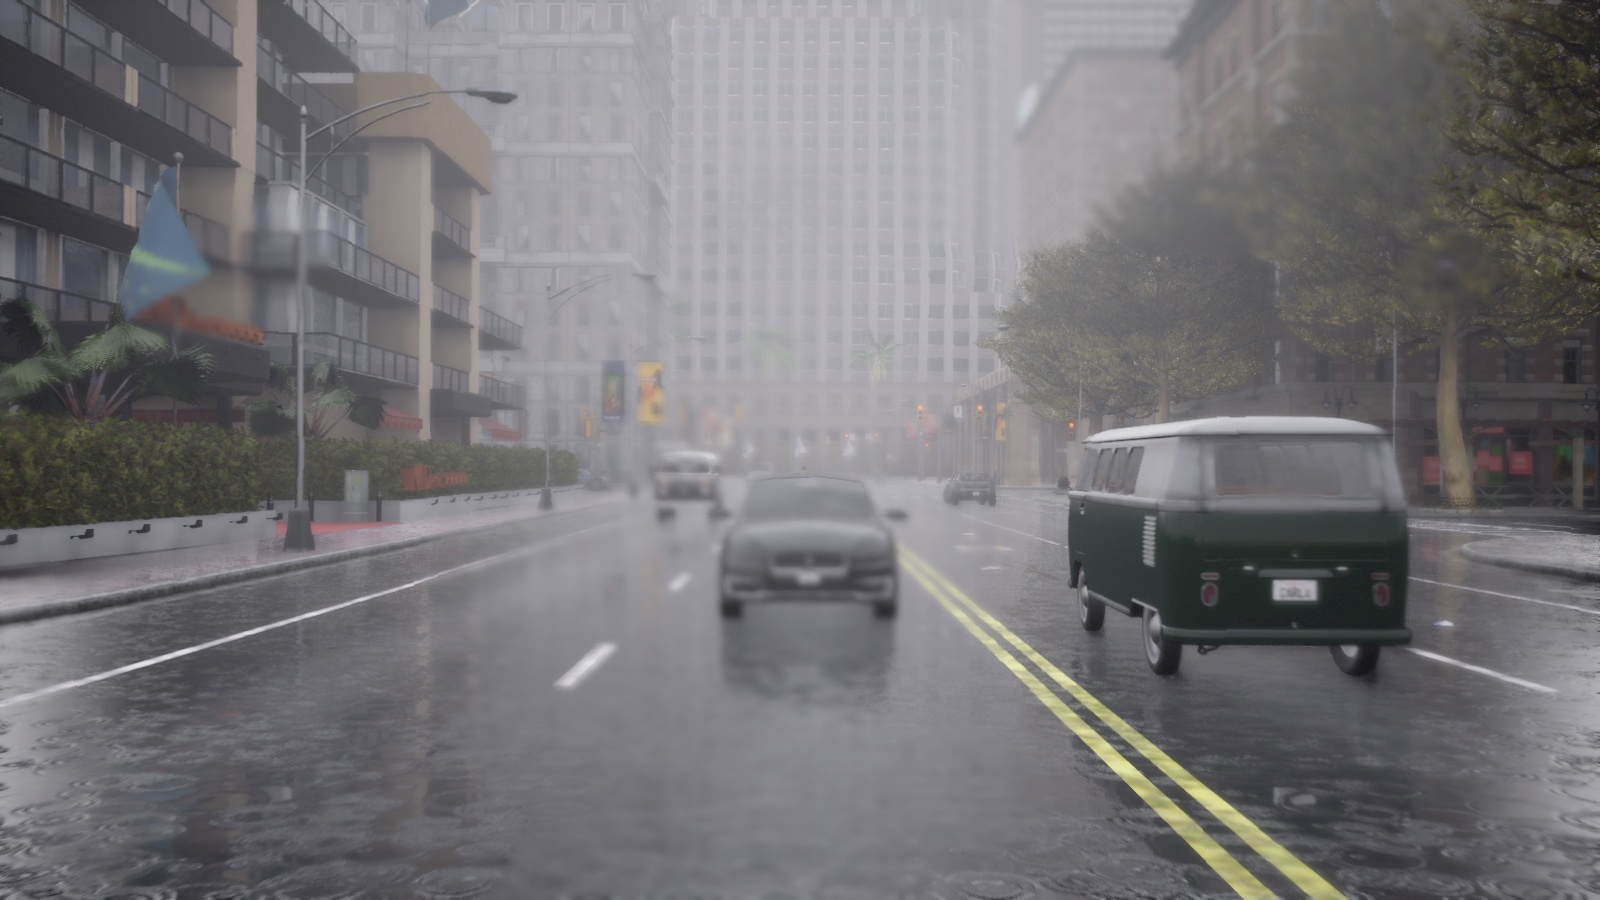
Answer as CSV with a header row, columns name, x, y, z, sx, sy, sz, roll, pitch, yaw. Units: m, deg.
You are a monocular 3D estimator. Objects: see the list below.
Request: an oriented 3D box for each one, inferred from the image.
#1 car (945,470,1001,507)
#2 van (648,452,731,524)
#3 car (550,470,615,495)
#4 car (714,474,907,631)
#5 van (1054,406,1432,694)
name,x,y,z,sx,sy,sz,roll,pitch,yaw
car,7.287,1.596,53.275,1.816,1.474,4.193,0,-1,0
van,-3.242,1.118,37.710,2.069,2.038,4.480,0,-1,1
car,-13.488,2.002,77.997,3.806,1.475,1.970,0,-1,-3
car,0.110,1.036,14.436,1.837,1.490,4.892,0,-1,0
van,3.511,0.719,10.913,1.775,1.987,4.442,0,-1,1
